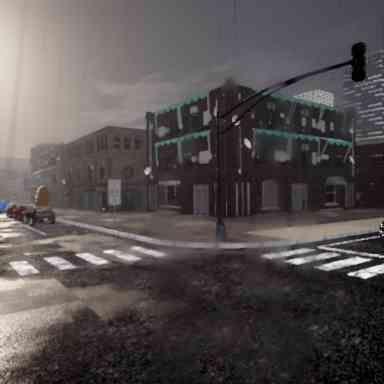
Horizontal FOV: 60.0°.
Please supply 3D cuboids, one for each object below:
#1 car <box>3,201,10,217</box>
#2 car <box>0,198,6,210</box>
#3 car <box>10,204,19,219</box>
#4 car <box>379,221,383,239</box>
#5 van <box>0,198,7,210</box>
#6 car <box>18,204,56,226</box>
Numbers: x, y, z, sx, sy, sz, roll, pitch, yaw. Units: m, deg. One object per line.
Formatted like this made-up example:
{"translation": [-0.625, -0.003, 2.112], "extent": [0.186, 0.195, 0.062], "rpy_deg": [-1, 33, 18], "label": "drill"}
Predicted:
{"translation": [-18.268, 1.939, 34.887], "extent": [1.802, 1.307, 4.206], "rpy_deg": [-2, 0, -35], "label": "car"}
{"translation": [-31.118, 1.914, 52.921], "extent": [2.192, 1.841, 5.009], "rpy_deg": [-2, 1, -35], "label": "car"}
{"translation": [-15.059, 1.876, 30.378], "extent": [1.802, 1.307, 4.206], "rpy_deg": [-2, 0, -35], "label": "car"}
{"translation": [10.395, 1.389, 15.103], "extent": [4.892, 1.490, 1.837], "rpy_deg": [-1, 0, -36], "label": "car"}
{"translation": [-27.907, 1.881, 48.413], "extent": [1.690, 1.788, 3.998], "rpy_deg": [-2, 1, -35], "label": "van"}
{"translation": [-11.849, 1.782, 25.869], "extent": [2.008, 1.369, 4.403], "rpy_deg": [-2, 0, -35], "label": "car"}
